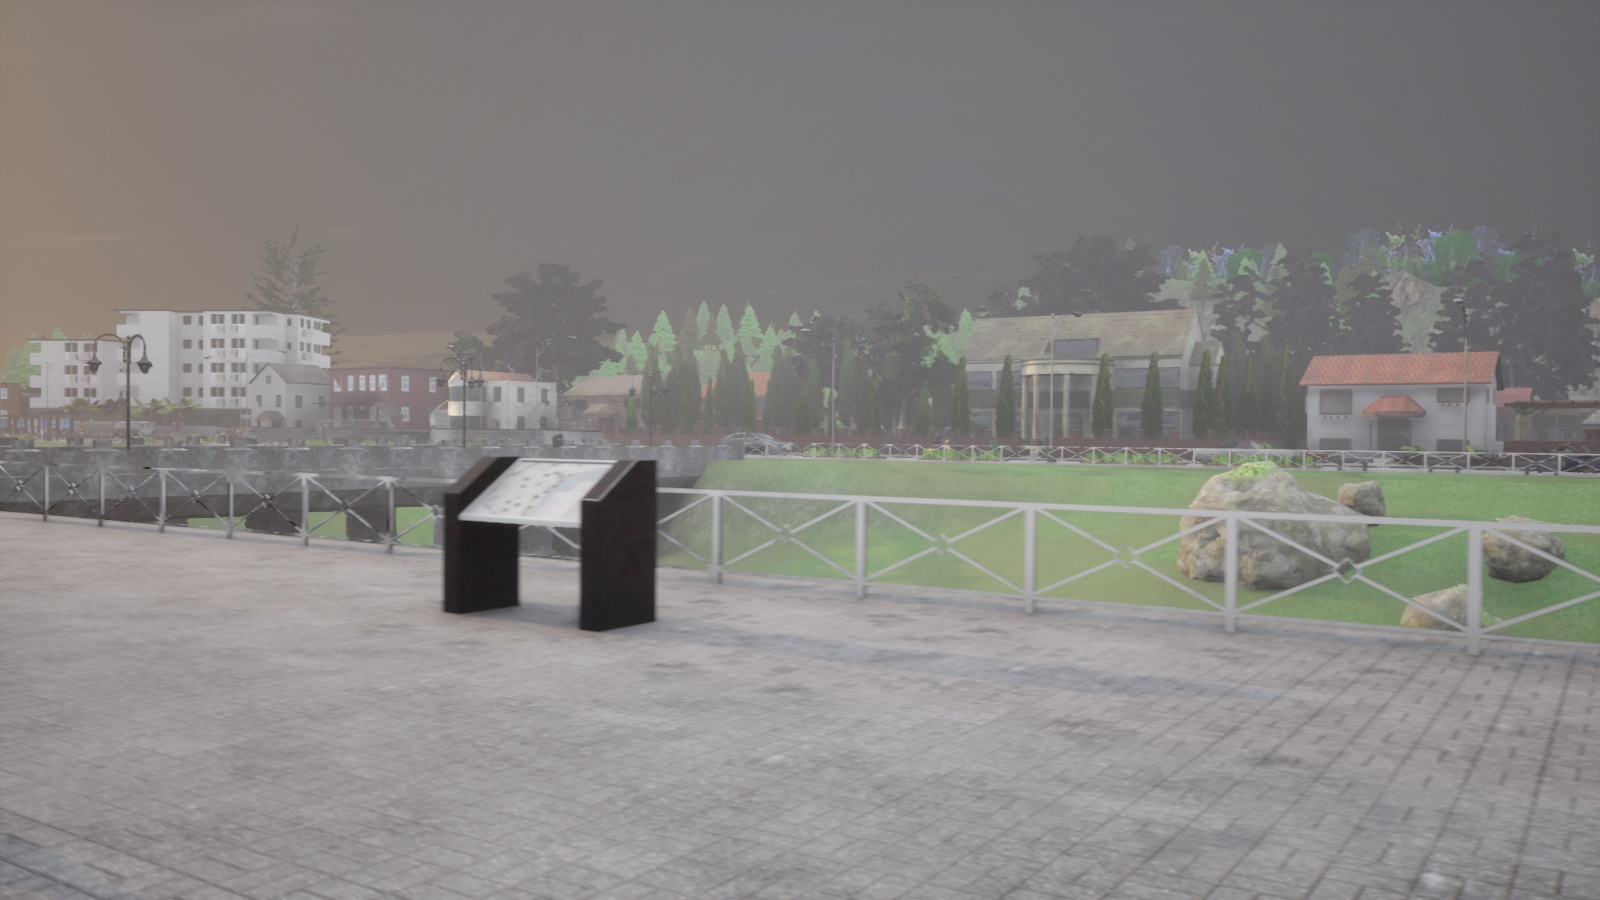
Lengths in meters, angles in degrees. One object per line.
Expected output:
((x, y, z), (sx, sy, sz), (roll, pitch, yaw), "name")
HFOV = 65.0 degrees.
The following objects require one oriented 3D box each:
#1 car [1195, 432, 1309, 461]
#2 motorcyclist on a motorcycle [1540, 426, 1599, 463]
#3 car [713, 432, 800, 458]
((21.323, -0.171, 59.285), (4.718, 1.301, 1.895), (0, 1, 34), "car")
((32.041, -0.236, 52.160), (2.191, 1.530, 0.866), (0, 1, 34), "motorcyclist on a motorcycle")
((-2.626, -0.315, 75.201), (4.902, 1.511, 2.128), (0, 1, 34), "car")
